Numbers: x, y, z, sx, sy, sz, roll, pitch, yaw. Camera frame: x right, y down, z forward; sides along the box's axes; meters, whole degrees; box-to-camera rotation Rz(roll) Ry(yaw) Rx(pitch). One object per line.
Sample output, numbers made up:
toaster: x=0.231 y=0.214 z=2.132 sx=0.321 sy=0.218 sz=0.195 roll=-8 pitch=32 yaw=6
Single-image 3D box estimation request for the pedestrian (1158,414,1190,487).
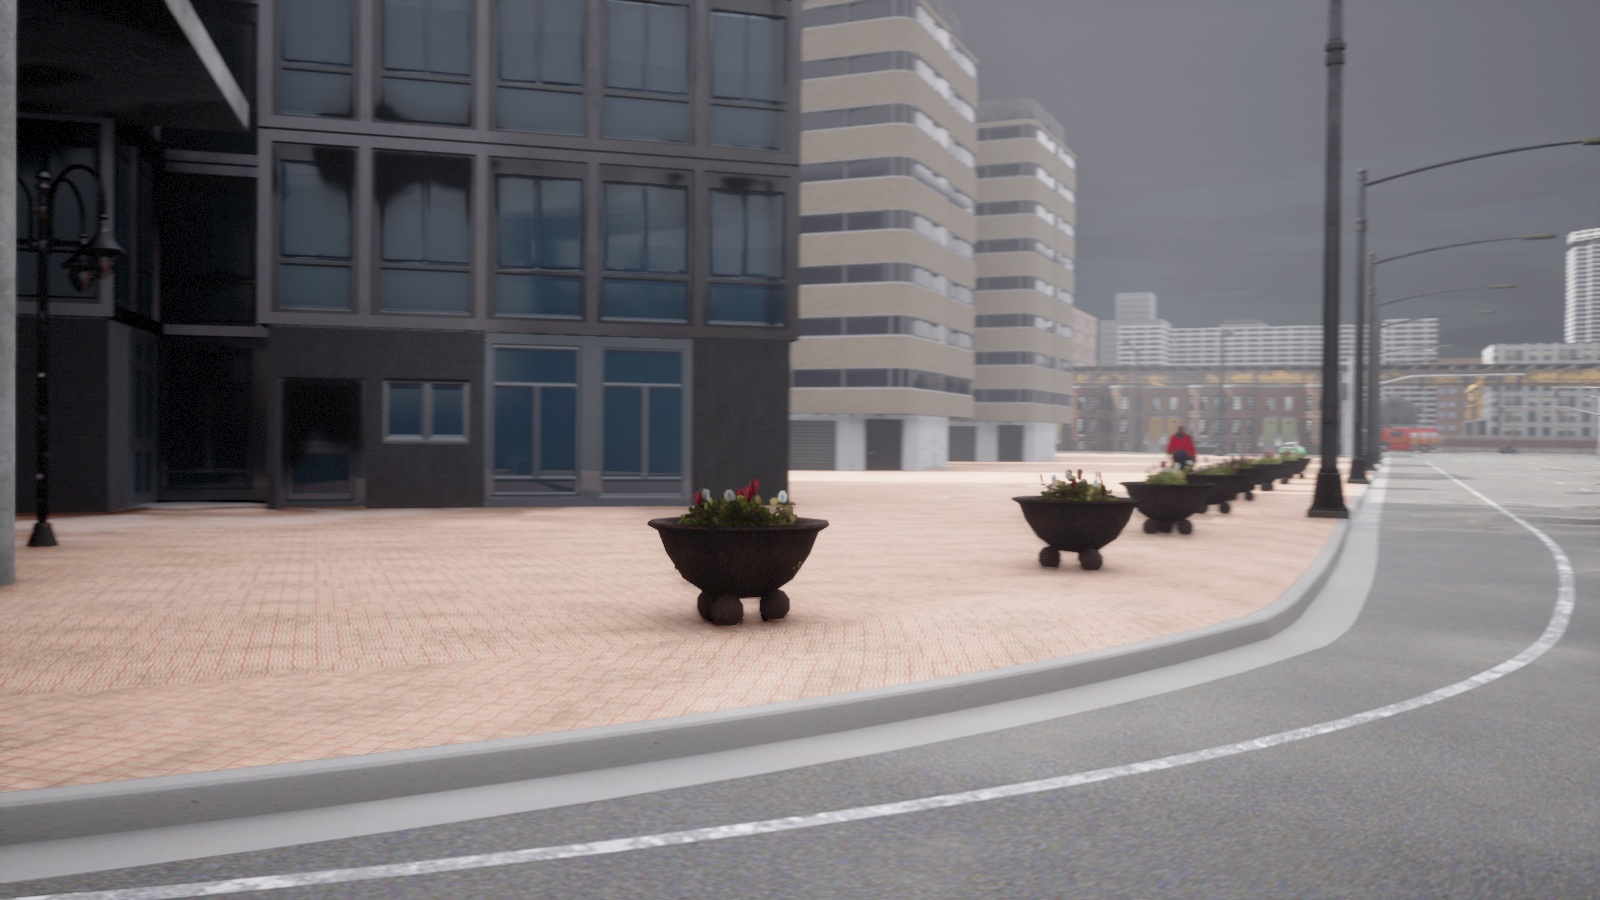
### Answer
pedestrian: x=9.526 y=0.008 z=31.987 sx=0.634 sy=1.844 sz=0.899 roll=0 pitch=1 yaw=26
